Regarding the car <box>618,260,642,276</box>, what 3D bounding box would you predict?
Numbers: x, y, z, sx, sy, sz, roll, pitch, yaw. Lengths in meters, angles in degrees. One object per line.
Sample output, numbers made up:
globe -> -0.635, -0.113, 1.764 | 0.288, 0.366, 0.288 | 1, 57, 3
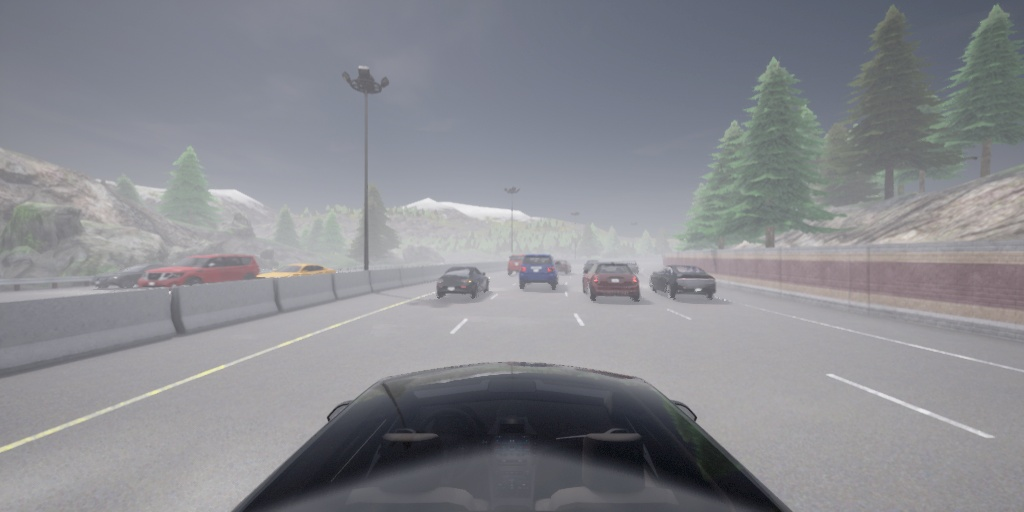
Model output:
car -> 12.268, 1.167, 37.636 | 2.128, 1.511, 4.902 | 0, 0, 15

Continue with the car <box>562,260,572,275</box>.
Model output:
car -> 5.292, 1.153, 38.692 | 1.882, 1.535, 5.008 | 0, 0, 15

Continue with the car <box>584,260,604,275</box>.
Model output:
car -> 8.634, 1.179, 37.648 | 1.837, 1.490, 4.892 | 0, -1, 15

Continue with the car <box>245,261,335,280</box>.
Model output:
car -> -12.702, 1.186, 21.326 | 1.882, 1.535, 5.008 | 0, 0, 8

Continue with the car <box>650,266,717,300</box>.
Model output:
car -> 8.183, 1.210, 17.575 | 2.128, 1.511, 4.902 | 0, 0, 7

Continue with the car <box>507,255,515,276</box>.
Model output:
car -> 1.117, 0.898, 36.715 | 2.150, 2.045, 5.566 | 0, 0, 14

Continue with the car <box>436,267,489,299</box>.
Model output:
car -> -2.364, 1.242, 17.852 | 1.812, 1.442, 4.674 | 0, 0, 6

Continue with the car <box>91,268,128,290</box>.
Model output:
car -> -23.126, 1.231, 22.589 | 1.812, 1.442, 4.674 | 0, 0, 8

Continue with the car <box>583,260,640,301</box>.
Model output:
car -> 4.627, 1.070, 17.255 | 2.097, 1.767, 4.553 | 0, 0, 6

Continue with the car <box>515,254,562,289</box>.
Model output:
car -> 1.814, 0.927, 22.719 | 2.150, 2.045, 5.566 | 0, 0, 10

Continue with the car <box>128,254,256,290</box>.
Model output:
car -> -16.478, 0.934, 19.446 | 2.150, 2.045, 5.566 | 0, 0, 7
